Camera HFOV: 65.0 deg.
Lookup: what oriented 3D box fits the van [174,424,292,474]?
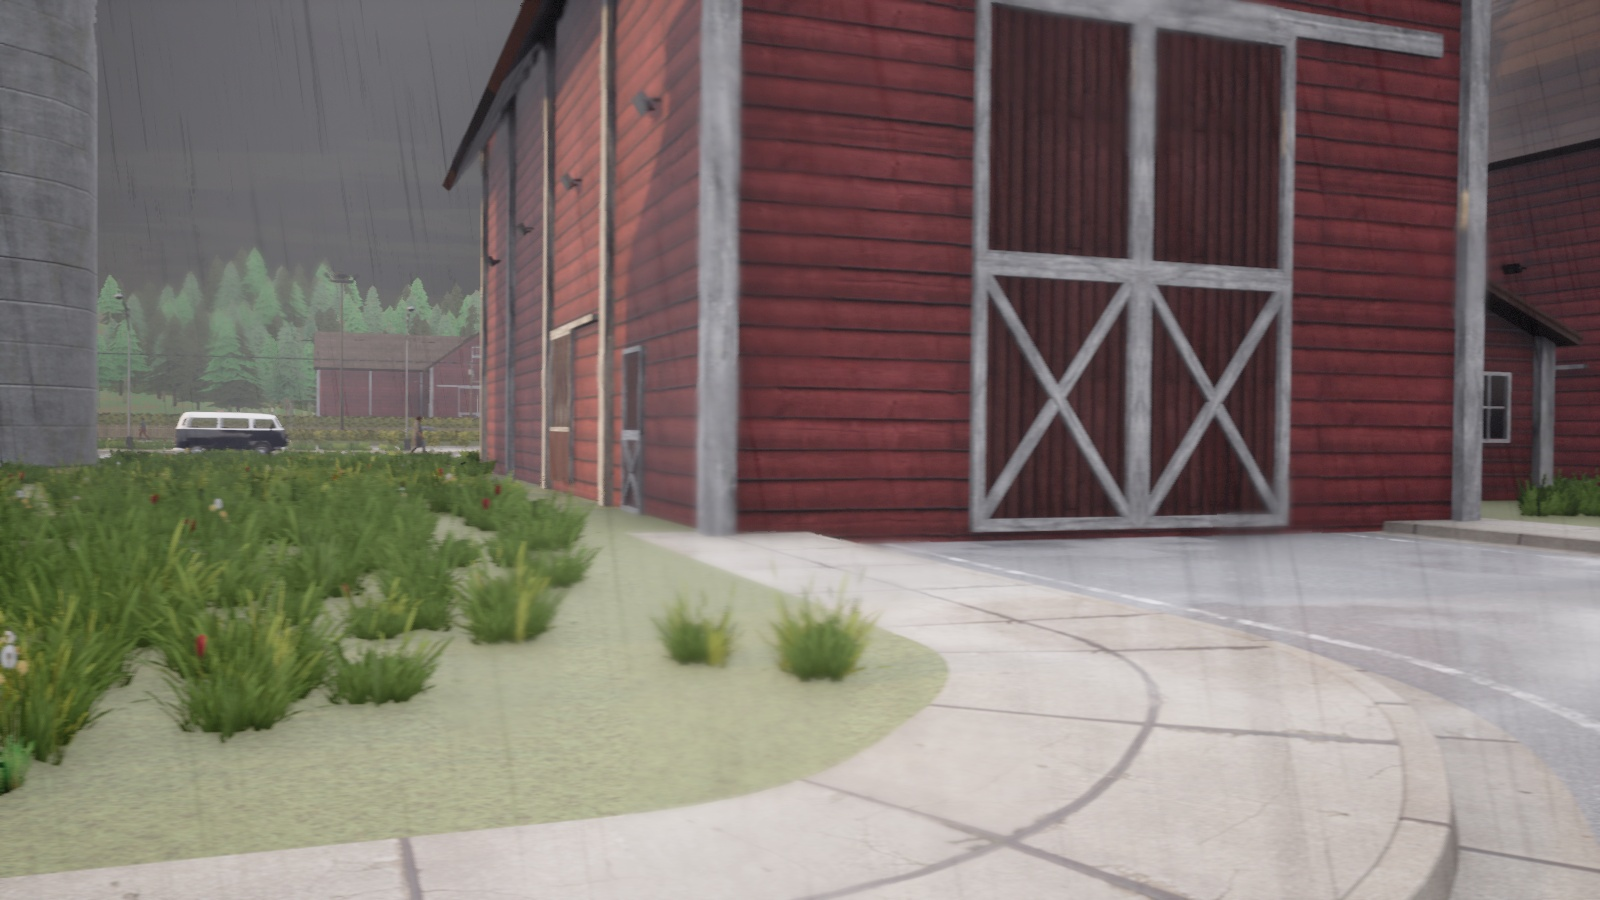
[{"bbox_3d":[-24.231,-0.070,53.839,4.480,2.038,2.069,-1,1,-21],"label":"van"}]

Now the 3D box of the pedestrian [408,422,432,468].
[{"bbox_3d":[-16.025,-0.214,52.936,0.873,1.952,0.659,-1,1,-12],"label":"pedestrian"}]
